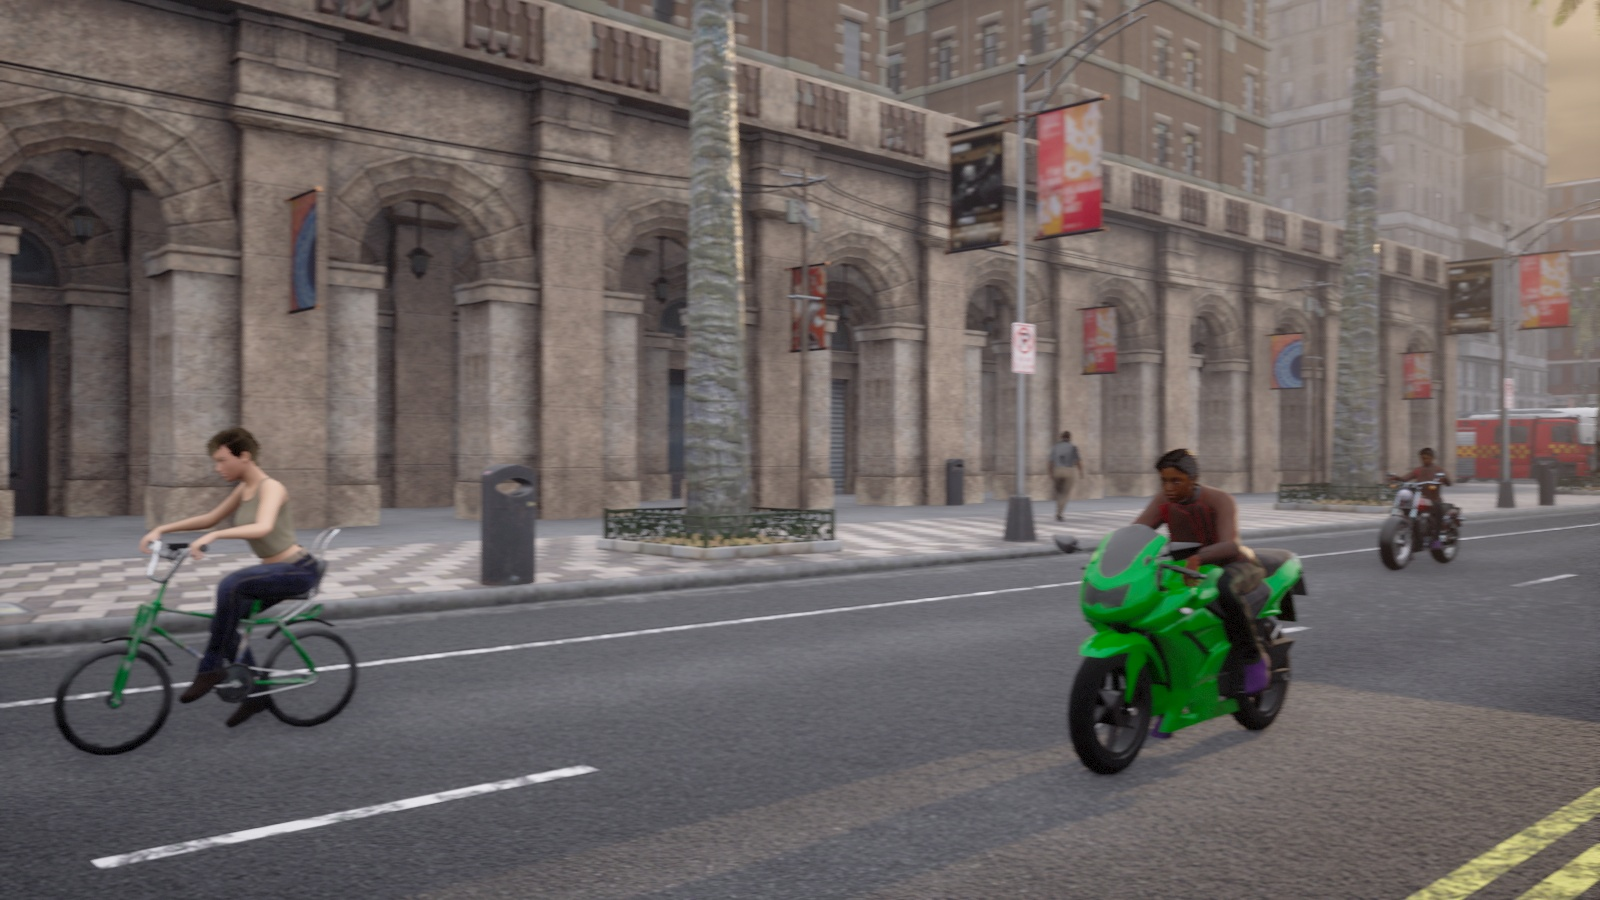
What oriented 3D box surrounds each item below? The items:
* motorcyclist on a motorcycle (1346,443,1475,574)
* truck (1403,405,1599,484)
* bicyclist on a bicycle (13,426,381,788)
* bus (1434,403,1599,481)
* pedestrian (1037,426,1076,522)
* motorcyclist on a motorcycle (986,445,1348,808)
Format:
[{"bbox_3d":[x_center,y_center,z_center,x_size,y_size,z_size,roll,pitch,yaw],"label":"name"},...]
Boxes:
[{"bbox_3d":[8.275,0.737,16.965,2.350,1.649,0.766,0,0,-43],"label":"motorcyclist on a motorcycle"},{"bbox_3d":[35.953,-0.250,64.548,2.891,3.827,8.468,0,0,-42],"label":"truck"},{"bbox_3d":[-3.059,0.702,6.434,1.509,1.612,0.866,0,0,-43],"label":"bicyclist on a bicycle"},{"bbox_3d":[42.749,-0.443,72.489,3.944,4.253,10.273,0,0,-42],"label":"bus"},{"bbox_3d":[5.037,0.464,24.610,0.540,1.848,0.694,0,0,32],"label":"pedestrian"},{"bbox_3d":[1.886,0.742,6.255,2.044,1.523,0.797,0,0,-43],"label":"motorcyclist on a motorcycle"}]
